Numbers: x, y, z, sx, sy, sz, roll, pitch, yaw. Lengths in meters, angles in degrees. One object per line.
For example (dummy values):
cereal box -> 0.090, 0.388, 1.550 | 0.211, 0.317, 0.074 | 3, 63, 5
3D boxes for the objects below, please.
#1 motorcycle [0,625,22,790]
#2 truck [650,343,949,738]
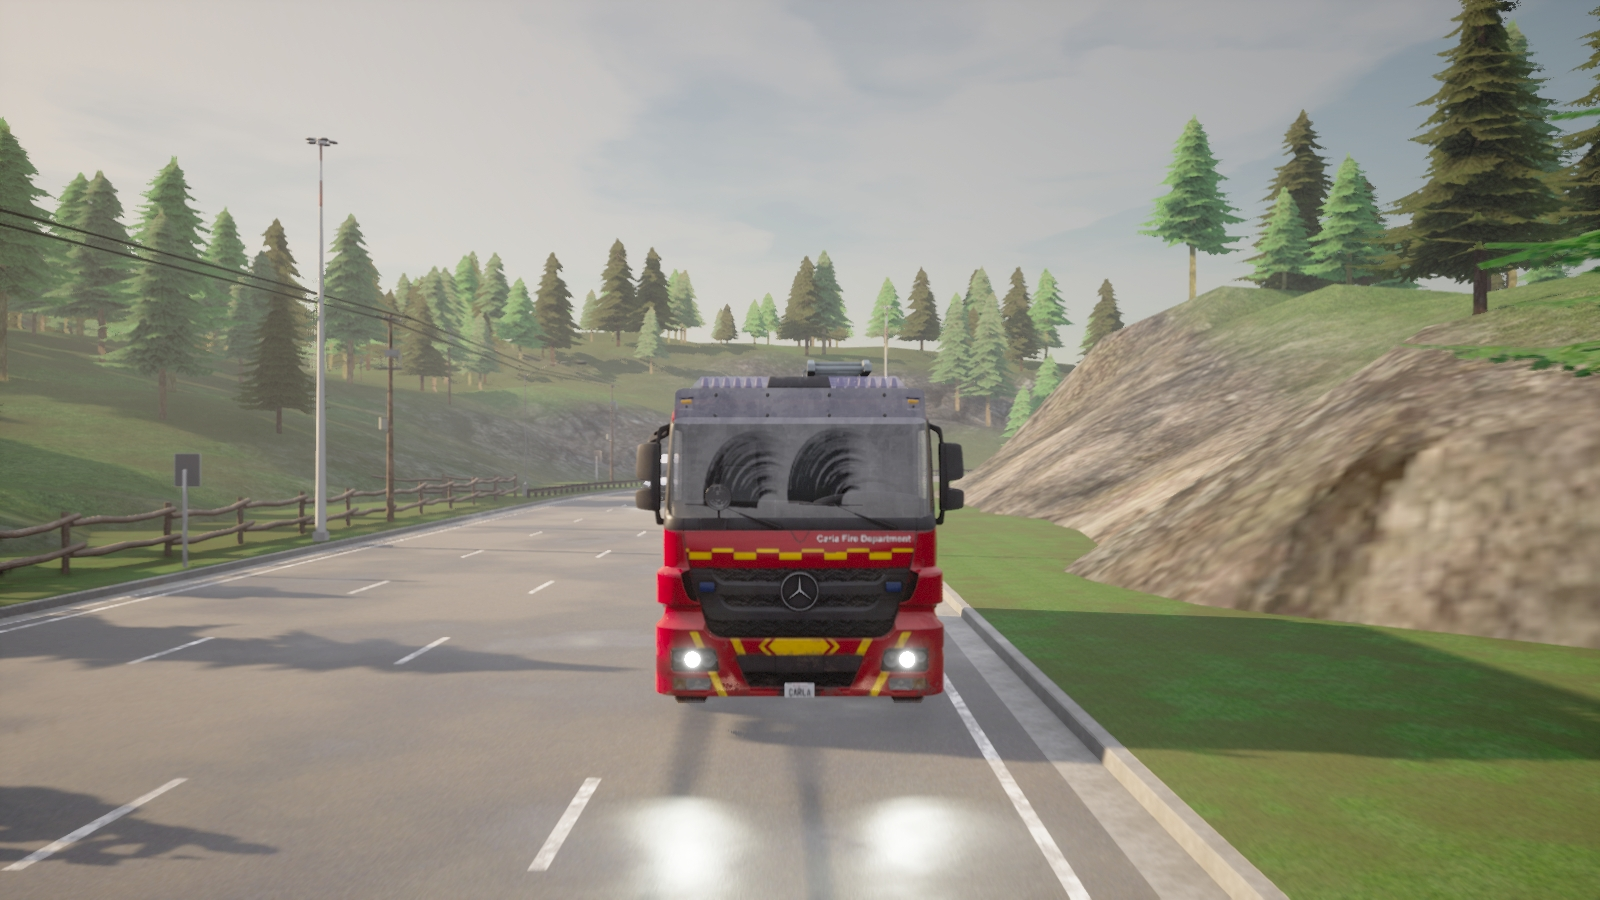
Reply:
motorcycle -> -6.999, 2.134, 8.746 | 0.856, 1.316, 1.805 | 0, 0, 0
truck -> -0.006, 0.879, 15.306 | 2.891, 3.827, 8.468 | 0, 0, 0
